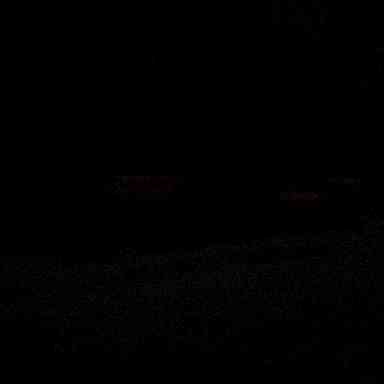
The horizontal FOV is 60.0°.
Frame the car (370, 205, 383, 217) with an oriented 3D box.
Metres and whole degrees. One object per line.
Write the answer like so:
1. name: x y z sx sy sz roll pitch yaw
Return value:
1. car: 21.074 1.969 34.525 1.812 1.442 4.674 -1 -1 -36
